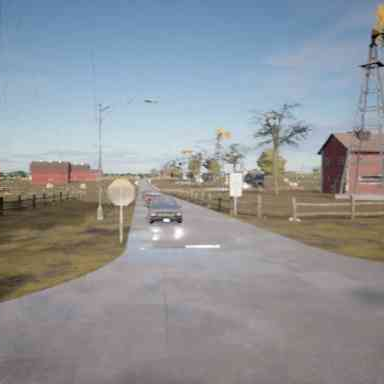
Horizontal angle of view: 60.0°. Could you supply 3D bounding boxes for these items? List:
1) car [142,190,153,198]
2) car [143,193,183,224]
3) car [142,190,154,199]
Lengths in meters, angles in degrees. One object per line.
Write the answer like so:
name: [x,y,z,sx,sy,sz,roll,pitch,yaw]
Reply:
car: [-4.172,0.755,35.268,1.895,1.301,4.718,0,1,-9]
car: [-1.741,1.027,19.968,2.033,1.411,5.357,0,1,-9]
car: [-7.544,0.366,56.519,1.994,1.385,4.181,0,1,-9]
